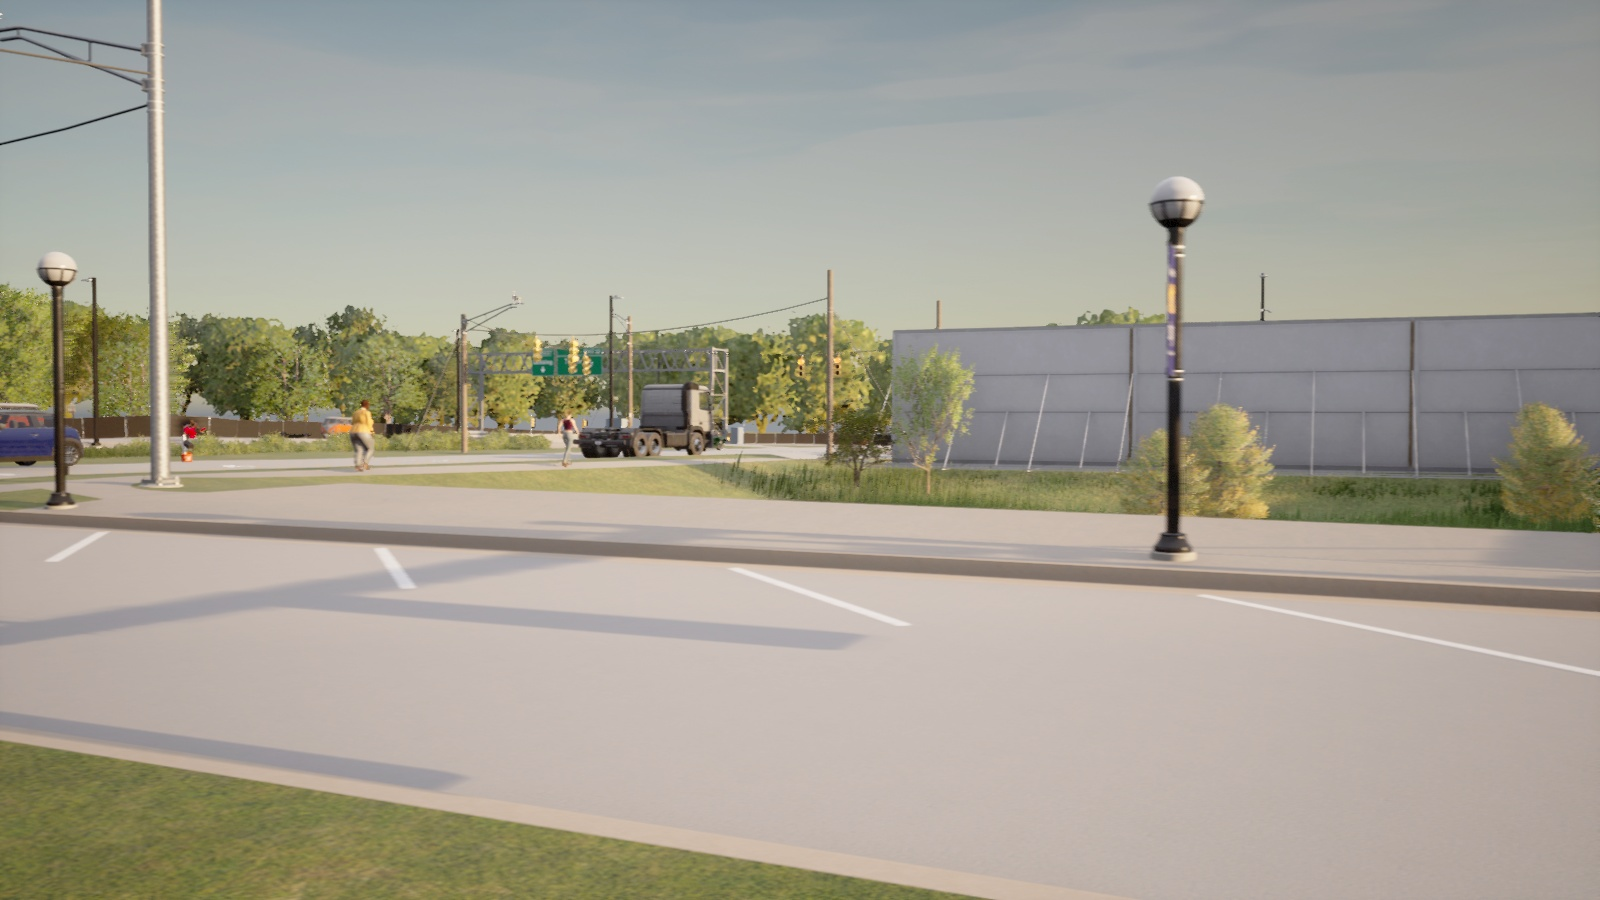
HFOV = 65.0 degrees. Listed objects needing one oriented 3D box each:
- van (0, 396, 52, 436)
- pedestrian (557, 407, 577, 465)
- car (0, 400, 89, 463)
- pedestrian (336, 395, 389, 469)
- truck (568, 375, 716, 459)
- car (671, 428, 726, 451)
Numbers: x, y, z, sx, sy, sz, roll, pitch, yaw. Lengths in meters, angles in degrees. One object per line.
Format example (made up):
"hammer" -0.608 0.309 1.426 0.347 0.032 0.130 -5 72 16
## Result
"van" -41.152 -1.757 64.519 1.775 1.987 4.442 1 0 23
"pedestrian" -7.415 -0.456 40.005 0.345 1.836 0.594 1 2 23
"car" -23.238 -0.545 36.047 2.097 1.767 4.553 1 1 23
"pedestrian" -11.066 -0.462 31.776 0.874 1.855 0.900 1 2 23
"truck" -6.914 -1.436 56.316 2.891 3.462 7.936 1 1 24
"car" -5.974 -0.626 74.320 1.895 1.301 4.718 1 1 13
